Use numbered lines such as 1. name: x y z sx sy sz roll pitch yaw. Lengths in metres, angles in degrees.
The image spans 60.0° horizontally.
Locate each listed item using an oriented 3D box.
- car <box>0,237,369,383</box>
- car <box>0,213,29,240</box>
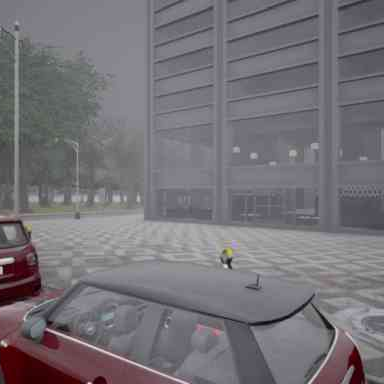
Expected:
1. car: -0.551 1.439 3.351 4.097 1.590 1.967 0 0 35
2. car: -4.984 1.312 6.501 5.009 1.841 2.192 0 0 35
